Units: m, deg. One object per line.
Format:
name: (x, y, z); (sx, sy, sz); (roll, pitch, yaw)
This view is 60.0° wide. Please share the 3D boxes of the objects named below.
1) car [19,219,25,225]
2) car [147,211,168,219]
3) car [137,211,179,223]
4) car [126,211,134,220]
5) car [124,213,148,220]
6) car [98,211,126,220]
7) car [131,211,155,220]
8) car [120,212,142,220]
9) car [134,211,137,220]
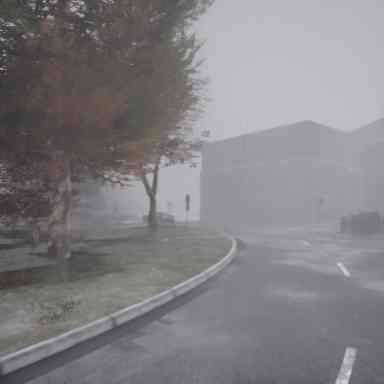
car: (-25.312, 3.860, 45.532); (4.902, 1.511, 2.128); (0, -3, -10)
car: (-9.398, 6.267, 90.330); (5.566, 2.045, 2.435); (0, -3, -2)
car: (-4.183, 3.111, 40.899); (4.181, 1.385, 1.994); (-2, -4, 37)
car: (-15.705, 4.989, 70.538); (5.566, 2.045, 2.435); (0, -4, -3)
car: (-13.232, 5.835, 79.005); (5.366, 1.575, 1.946); (0, -4, -3)
car: (-16.530, 5.039, 67.684); (4.892, 1.521, 2.231); (0, -4, -4)
car: (-12.114, 5.774, 81.876); (5.566, 2.045, 2.435); (0, -4, -2)
car: (-13.964, 5.518, 76.202); (4.553, 1.767, 2.185); (0, -4, -3)
car: (-14.781, 5.192, 73.387); (5.566, 2.045, 2.435); (0, -4, -3)
